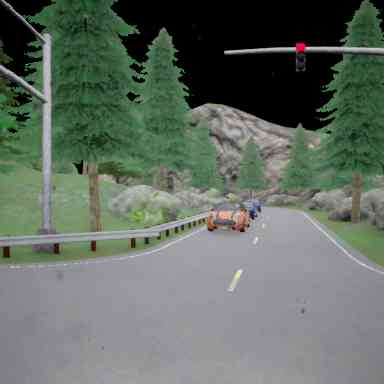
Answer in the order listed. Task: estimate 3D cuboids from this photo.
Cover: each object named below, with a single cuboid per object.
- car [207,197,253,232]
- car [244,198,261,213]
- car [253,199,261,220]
[{"bbox_3d":[2.326,1.383,20.314,2.097,1.767,4.553,0,0,15],"label":"car"},{"bbox_3d":[7.061,1.536,39.035,1.882,1.535,5.008,0,0,9],"label":"car"},{"bbox_3d":[4.675,1.522,29.143,1.882,1.535,5.008,0,0,15],"label":"car"}]
